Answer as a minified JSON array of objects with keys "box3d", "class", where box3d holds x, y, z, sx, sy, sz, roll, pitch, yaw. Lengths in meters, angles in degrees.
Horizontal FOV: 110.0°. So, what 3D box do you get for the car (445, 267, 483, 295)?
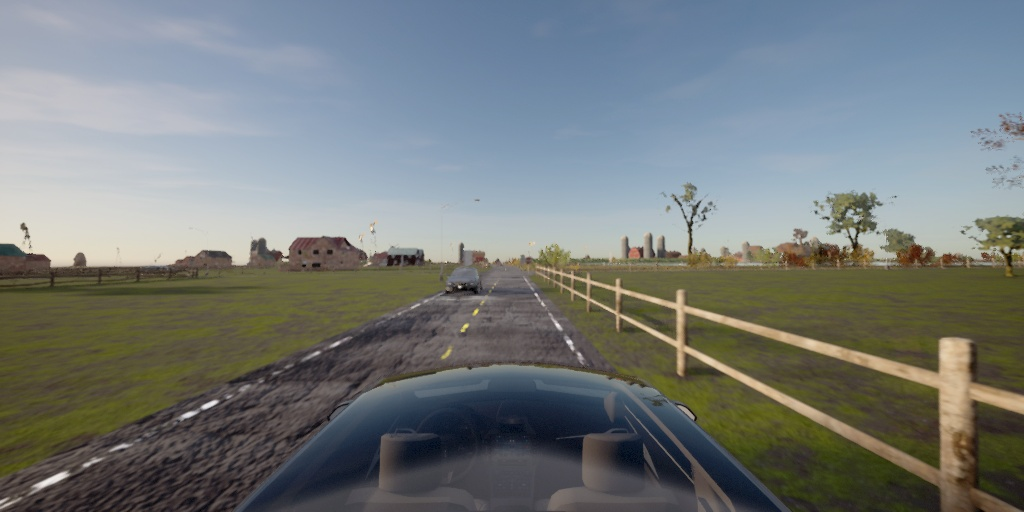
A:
[{"box3d":[-2.835,1.472,21.924,1.837,1.490,4.892,0,-1,0],"class":"car"}]
